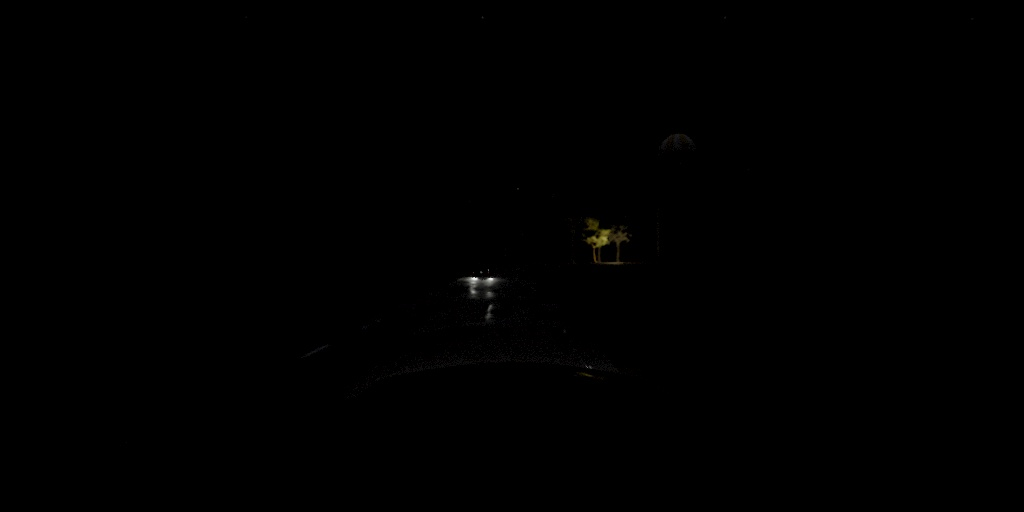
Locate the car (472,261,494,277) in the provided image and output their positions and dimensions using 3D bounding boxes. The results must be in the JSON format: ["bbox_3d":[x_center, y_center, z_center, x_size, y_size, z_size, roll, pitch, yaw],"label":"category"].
[{"bbox_3d":[-2.832,1.264,35.685,1.837,1.490,4.892,0,0,0],"label":"car"}]
